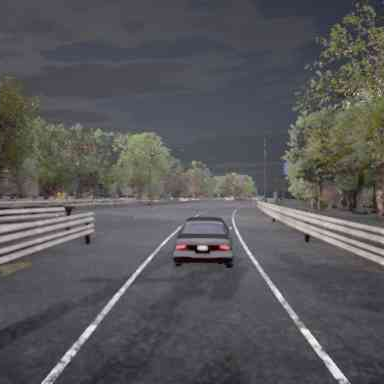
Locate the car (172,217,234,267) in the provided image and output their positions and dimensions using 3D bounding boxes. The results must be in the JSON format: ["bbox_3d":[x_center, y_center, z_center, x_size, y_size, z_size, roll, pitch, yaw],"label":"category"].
[{"bbox_3d":[0.431,1.561,11.503,2.033,1.411,5.357,0,0,3],"label":"car"}]
